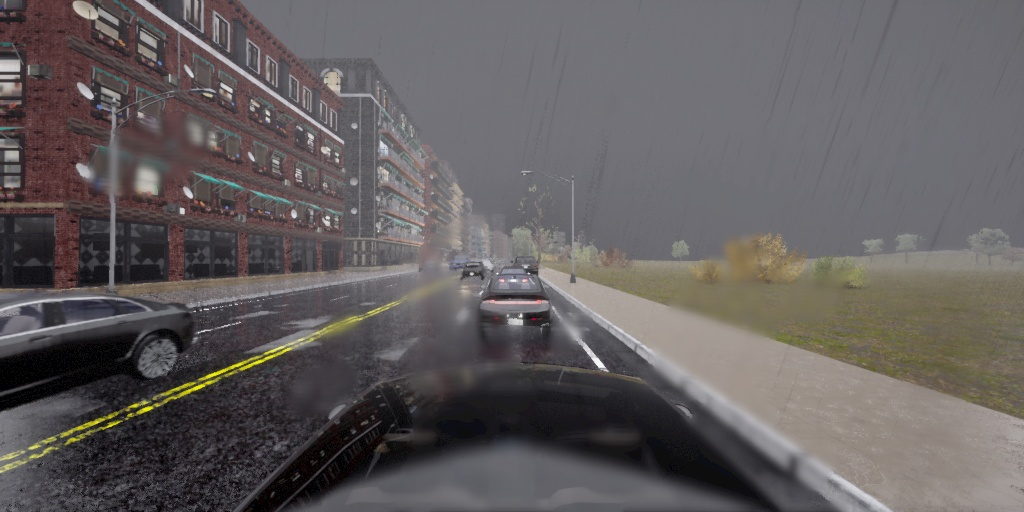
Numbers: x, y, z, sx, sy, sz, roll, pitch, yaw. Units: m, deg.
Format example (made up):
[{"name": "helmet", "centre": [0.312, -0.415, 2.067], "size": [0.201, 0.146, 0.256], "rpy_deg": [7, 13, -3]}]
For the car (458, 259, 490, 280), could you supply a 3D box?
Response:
[{"name": "car", "centre": [-3.212, 1.252, 31.091], "size": [1.837, 1.490, 4.892], "rpy_deg": [0, -2, 0]}]

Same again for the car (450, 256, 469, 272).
[{"name": "car", "centre": [-6.694, 0.974, 46.834], "size": [2.150, 2.045, 5.566], "rpy_deg": [0, 0, 0]}]

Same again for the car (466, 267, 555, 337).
[{"name": "car", "centre": [0.083, 1.243, 10.281], "size": [2.128, 1.511, 4.902], "rpy_deg": [0, 0, 0]}]

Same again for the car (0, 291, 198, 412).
[{"name": "car", "centre": [-6.604, 1.242, 4.396], "size": [2.128, 1.511, 4.902], "rpy_deg": [0, 0, 0]}]

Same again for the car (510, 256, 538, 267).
[{"name": "car", "centre": [1.077, 0.979, 30.933], "size": [2.150, 2.045, 5.566], "rpy_deg": [0, 0, 0]}]

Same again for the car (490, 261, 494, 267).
[{"name": "car", "centre": [-3.238, 1.279, 44.682], "size": [1.812, 1.442, 4.674], "rpy_deg": [0, 0, 0]}]

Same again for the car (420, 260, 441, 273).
[{"name": "car", "centre": [-9.938, 1.279, 43.957], "size": [1.812, 1.442, 4.674], "rpy_deg": [0, 0, 0]}]

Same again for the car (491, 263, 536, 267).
[{"name": "car", "centre": [0.065, 1.300, 20.721], "size": [2.033, 1.411, 5.357], "rpy_deg": [0, 0, 0]}]
